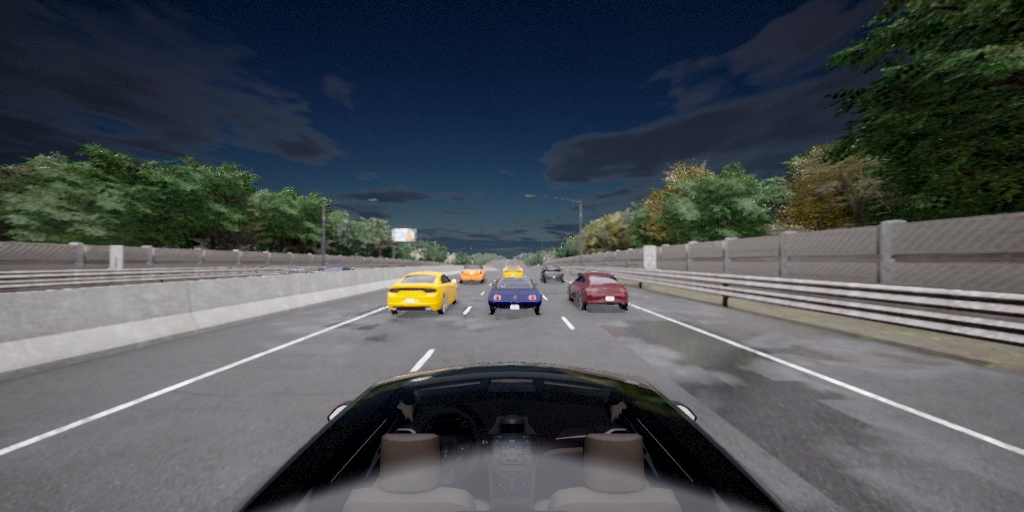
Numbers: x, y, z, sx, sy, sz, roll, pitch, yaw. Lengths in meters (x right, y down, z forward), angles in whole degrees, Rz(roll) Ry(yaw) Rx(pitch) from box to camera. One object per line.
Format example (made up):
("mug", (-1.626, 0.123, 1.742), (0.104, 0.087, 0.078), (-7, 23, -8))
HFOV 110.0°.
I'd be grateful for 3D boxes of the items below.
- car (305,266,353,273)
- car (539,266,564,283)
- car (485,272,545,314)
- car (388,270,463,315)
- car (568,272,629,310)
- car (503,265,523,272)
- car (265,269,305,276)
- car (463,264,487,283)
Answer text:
("car", (-13.998, 1.575, 28.650), (1.882, 1.535, 5.008), (0, -1, 0))
("car", (3.602, 1.645, 33.027), (2.128, 1.511, 4.902), (0, -1, 0))
("car", (0.100, 1.493, 14.544), (1.895, 1.301, 4.718), (0, -1, 0))
("car", (-3.387, 1.369, 14.455), (1.882, 1.535, 5.008), (0, -1, 0))
("car", (3.601, 1.429, 15.473), (1.812, 1.442, 4.674), (0, -1, 0))
("car", (0.103, 1.676, 35.530), (1.882, 1.535, 5.008), (0, -1, 0))
("car", (-17.498, 1.687, 28.637), (1.895, 1.301, 4.718), (0, -1, 0))
("car", (-3.397, 1.496, 32.410), (2.097, 1.767, 4.553), (0, -1, 0))
